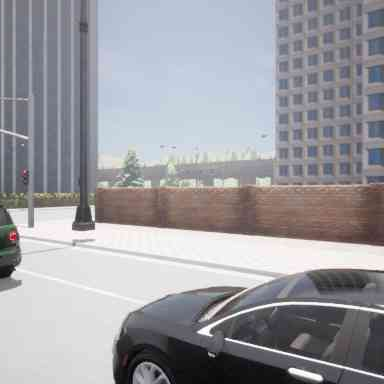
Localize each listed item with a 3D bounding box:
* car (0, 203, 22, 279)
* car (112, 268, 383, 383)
[{"bbox_3d":[-6.735,1.221,8.778,5.566,2.045,2.150,0,0,35],"label":"car"},{"bbox_3d":[1.343,1.505,3.035,4.892,1.490,1.837,0,0,36],"label":"car"}]
